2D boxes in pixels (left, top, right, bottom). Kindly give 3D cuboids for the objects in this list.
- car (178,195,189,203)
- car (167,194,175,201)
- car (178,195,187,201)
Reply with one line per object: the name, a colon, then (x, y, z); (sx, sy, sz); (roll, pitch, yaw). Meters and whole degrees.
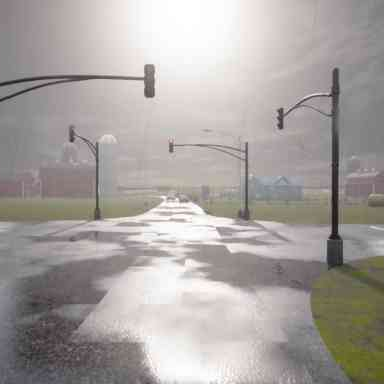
car: (-1.690, 1.624, 69.889); (1.895, 1.301, 4.718); (0, 0, -3)
car: (-4.676, 1.182, 73.890); (1.812, 1.442, 4.674); (0, 0, -3)
car: (-2.297, 1.463, 79.874); (1.837, 1.490, 4.892); (0, 0, -4)
